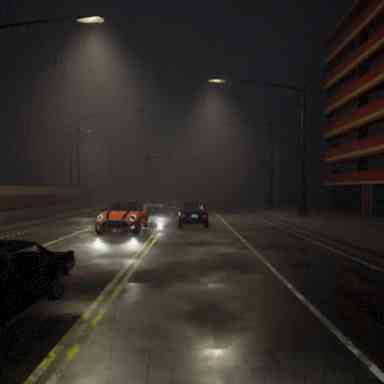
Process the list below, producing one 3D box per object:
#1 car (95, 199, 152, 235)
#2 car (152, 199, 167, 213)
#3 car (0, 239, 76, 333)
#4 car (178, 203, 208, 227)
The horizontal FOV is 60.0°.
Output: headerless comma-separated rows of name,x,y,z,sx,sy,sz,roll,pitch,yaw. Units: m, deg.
car,-3.626,1.212,17.836,2.097,1.767,4.553,0,1,0
car,-3.565,1.347,32.602,1.895,1.301,4.718,0,0,0
car,-3.609,1.559,5.468,1.895,1.301,4.718,0,0,0
car,0.064,1.382,21.069,2.033,1.411,5.357,0,0,0
